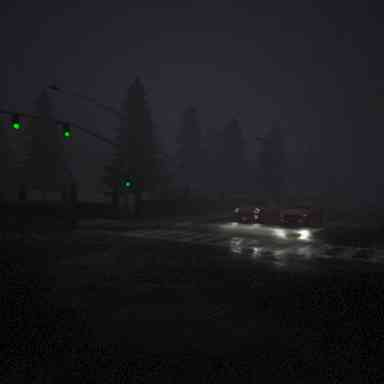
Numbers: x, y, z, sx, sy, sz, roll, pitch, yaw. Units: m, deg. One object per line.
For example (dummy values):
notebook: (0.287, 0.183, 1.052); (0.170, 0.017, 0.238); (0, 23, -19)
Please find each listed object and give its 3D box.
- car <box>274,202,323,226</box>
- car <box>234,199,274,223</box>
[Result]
car: (7.785, 1.468, 23.499); (1.882, 1.535, 5.008); (0, 0, 35)
car: (5.052, 1.338, 25.693); (2.097, 1.767, 4.553); (0, 0, 35)
